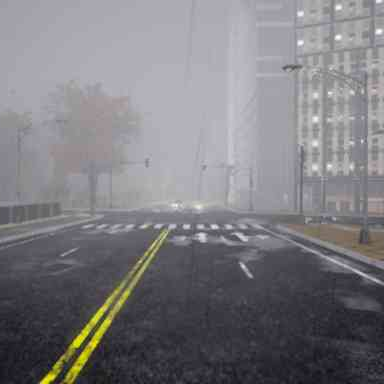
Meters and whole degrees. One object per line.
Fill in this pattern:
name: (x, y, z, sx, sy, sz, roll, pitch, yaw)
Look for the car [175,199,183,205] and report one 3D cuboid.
car: (-3.259, 2.419, 82.610, 1.882, 1.535, 5.008, 0, -1, 0)
